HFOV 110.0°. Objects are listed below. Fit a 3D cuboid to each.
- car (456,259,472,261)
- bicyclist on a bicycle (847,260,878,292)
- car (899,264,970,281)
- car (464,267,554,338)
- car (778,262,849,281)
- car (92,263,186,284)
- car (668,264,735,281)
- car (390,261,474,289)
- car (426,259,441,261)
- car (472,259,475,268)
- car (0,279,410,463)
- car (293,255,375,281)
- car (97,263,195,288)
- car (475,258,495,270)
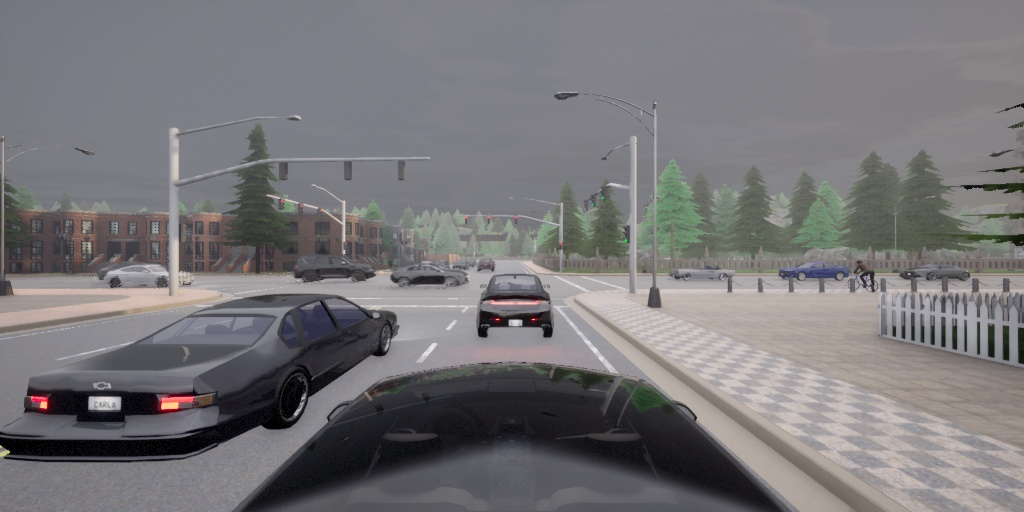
[{"bbox_3d":[-7.063,1.255,49.960,1.837,1.490,4.892,0,0,0],"label":"car"},{"bbox_3d":[18.260,1.052,18.693,0.582,1.620,1.656,0,0,0],"label":"bicyclist on a bicycle"},{"bbox_3d":[34.847,1.314,29.636,4.181,1.385,1.994,0,0,1],"label":"car"},{"bbox_3d":[0.087,1.242,10.217,2.128,1.511,4.902,0,0,0],"label":"car"},{"bbox_3d":[24.872,1.228,29.664,5.008,1.535,1.882,0,0,0],"label":"car"},{"bbox_3d":[-27.234,1.255,26.281,4.892,1.490,1.837,0,0,-1],"label":"car"},{"bbox_3d":[15.581,1.351,29.681,4.718,1.301,1.895,0,0,0],"label":"car"},{"bbox_3d":[-5.177,1.241,22.726,4.902,1.511,2.128,0,0,2],"label":"car"},{"bbox_3d":[-10.557,1.276,44.543,1.812,1.442,4.674,0,0,0],"label":"car"},{"bbox_3d":[-7.021,1.255,59.944,1.837,1.490,4.892,0,0,0],"label":"car"},{"bbox_3d":[-3.434,1.297,5.552,2.033,1.411,5.357,0,0,1],"label":"car"},{"bbox_3d":[-13.362,0.974,27.188,5.566,2.045,2.150,0,1,-12],"label":"car"},{"bbox_3d":[-23.064,1.276,22.884,4.674,1.442,1.812,0,0,-1],"label":"car"},{"bbox_3d":[-3.369,1.102,48.248,2.097,1.767,4.553,0,0,0],"label":"car"}]
